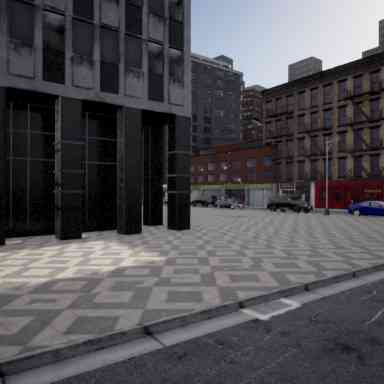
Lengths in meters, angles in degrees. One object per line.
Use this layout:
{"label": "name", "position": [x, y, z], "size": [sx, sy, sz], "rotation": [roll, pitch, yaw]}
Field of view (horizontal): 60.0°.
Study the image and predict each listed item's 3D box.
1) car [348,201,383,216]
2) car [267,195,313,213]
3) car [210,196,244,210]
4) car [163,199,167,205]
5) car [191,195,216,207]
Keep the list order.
{"label": "car", "position": [17.134, 1.578, 30.808], "size": [1.882, 1.535, 5.008], "rotation": [0, -1, -37]}
{"label": "car", "position": [11.284, 1.392, 38.806], "size": [2.150, 2.045, 5.566], "rotation": [0, -1, -36]}
{"label": "car", "position": [5.248, 1.727, 47.060], "size": [2.128, 1.511, 4.902], "rotation": [0, 0, -36]}
{"label": "car", "position": [-4.084, 1.843, 65.023], "size": [1.837, 1.490, 4.892], "rotation": [0, 0, -36]}
{"label": "car", "position": [2.134, 1.521, 56.624], "size": [2.150, 2.045, 5.566], "rotation": [0, 0, -36]}
